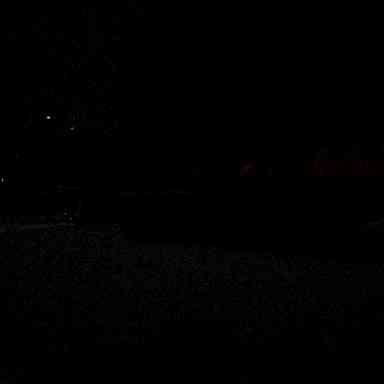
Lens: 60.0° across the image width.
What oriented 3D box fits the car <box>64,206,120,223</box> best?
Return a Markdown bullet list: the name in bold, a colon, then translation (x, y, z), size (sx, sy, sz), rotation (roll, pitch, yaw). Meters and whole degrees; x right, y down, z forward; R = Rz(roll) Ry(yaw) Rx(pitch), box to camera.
- **car**: translation (-8.665, 1.876, 28.993), size (1.895, 1.301, 4.718), rotation (-1, -1, 36)
